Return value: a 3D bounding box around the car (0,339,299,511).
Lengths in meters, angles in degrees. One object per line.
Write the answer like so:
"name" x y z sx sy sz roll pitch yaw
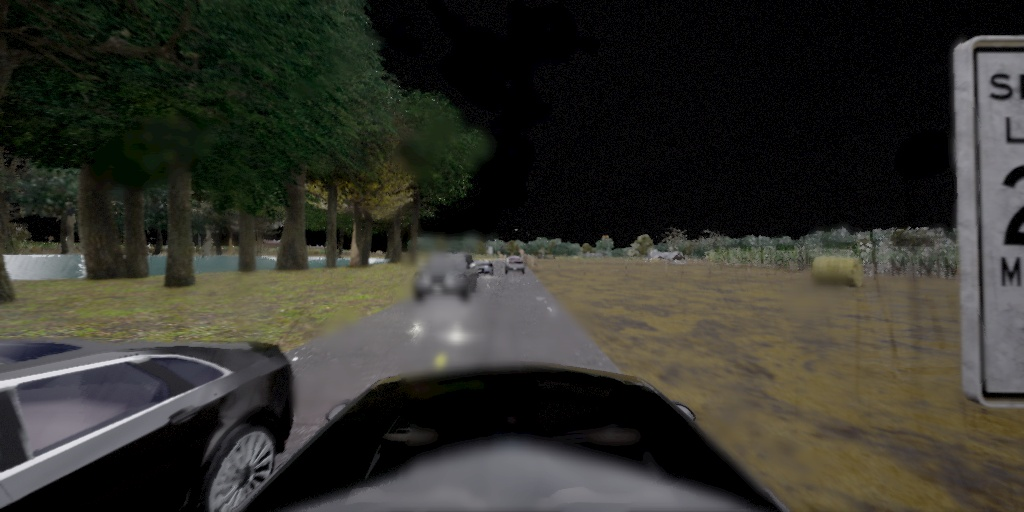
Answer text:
"car" -2.864 1.225 1.253 2.128 1.511 4.902 0 0 0

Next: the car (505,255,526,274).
"car" 0.286 0.902 34.210 2.128 1.511 4.902 0 1 0

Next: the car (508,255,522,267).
"car" 0.380 0.647 49.575 1.882 1.535 5.008 0 1 0

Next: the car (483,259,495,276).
"car" -2.603 0.995 31.664 1.994 1.385 4.181 0 1 1

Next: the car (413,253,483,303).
"car" -2.767 0.863 16.234 2.150 2.045 5.566 0 0 1
